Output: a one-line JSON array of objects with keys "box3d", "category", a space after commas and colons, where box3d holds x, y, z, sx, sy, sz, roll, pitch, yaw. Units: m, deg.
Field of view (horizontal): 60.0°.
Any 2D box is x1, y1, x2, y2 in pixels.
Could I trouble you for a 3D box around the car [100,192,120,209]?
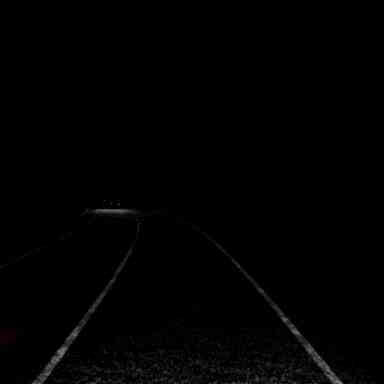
[{"box3d": [-10.312, 0.984, 41.692, 2.150, 2.045, 5.566, 2, 0, -18], "category": "car"}]
